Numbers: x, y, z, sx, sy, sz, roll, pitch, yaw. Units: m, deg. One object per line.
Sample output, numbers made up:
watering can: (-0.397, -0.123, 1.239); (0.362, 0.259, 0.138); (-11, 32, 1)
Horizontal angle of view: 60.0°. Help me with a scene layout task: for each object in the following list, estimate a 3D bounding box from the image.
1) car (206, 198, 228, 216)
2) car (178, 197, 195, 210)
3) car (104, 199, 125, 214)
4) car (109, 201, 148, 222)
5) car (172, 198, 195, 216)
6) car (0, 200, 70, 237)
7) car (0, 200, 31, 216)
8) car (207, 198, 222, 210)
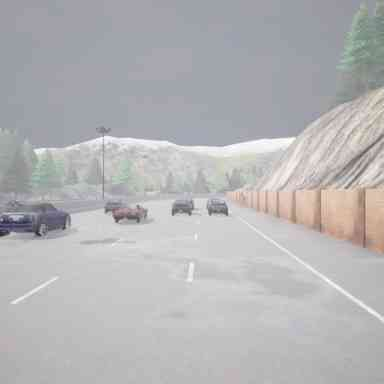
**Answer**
car: (2.524, 1.491, 32.784); (2.128, 1.511, 4.902); (0, 0, 2)
car: (-0.659, 1.477, 43.474); (1.882, 1.535, 5.008); (0, 0, 2)
car: (-7.898, 1.491, 35.531); (2.128, 1.511, 4.902); (0, 0, 2)
car: (-4.682, 1.601, 25.976); (1.895, 1.301, 4.718); (0, 0, 2)
car: (-0.970, 1.505, 33.034); (1.837, 1.490, 4.892); (0, 0, 1)
car: (-8.417, 1.352, 18.216); (2.097, 1.767, 4.553); (0, 0, 2)
car: (-18.599, 1.548, 33.410); (2.033, 1.411, 5.357); (0, 0, 2)
car: (2.834, 1.525, 43.227); (1.812, 1.442, 4.674); (0, 0, 2)
